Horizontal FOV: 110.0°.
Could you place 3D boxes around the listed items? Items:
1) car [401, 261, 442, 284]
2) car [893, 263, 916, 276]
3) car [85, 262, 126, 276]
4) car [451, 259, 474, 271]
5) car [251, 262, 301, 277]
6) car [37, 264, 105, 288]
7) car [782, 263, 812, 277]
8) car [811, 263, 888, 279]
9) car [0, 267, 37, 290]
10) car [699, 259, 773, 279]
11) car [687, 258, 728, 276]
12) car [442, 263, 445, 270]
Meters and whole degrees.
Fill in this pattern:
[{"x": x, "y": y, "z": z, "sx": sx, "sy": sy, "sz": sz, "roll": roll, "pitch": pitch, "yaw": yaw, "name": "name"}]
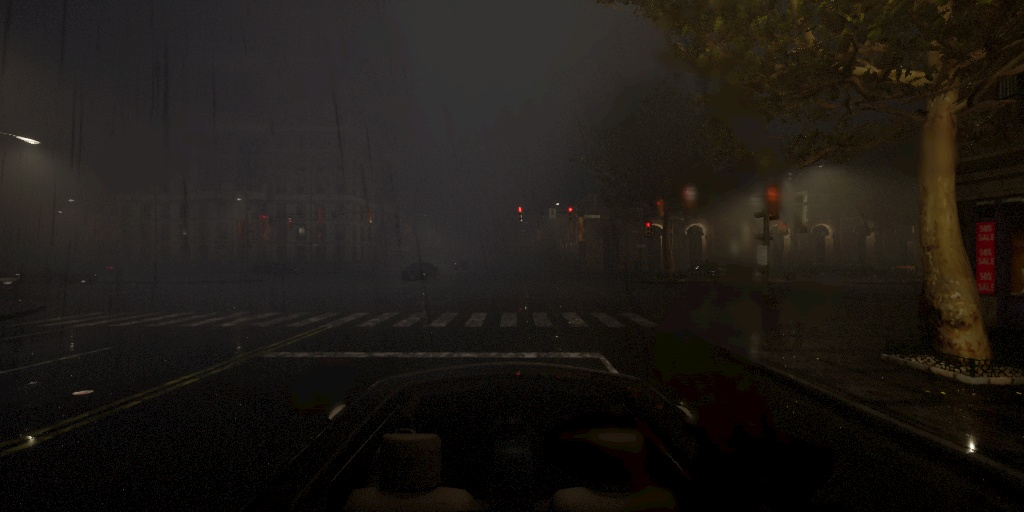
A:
[{"x": -7.008, "y": 1.227, "z": 27.661, "sx": 1.882, "sy": 1.535, "sz": 5.008, "roll": 0, "pitch": 0, "yaw": 0, "name": "car"}, {"x": 39.861, "y": 1.228, "z": 34.556, "sx": 5.008, "sy": 1.535, "sz": 1.882, "roll": 0, "pitch": 0, "yaw": 1, "name": "car"}, {"x": -40.882, "y": 1.276, "z": 35.277, "sx": 4.674, "sy": 1.442, "sz": 1.812, "roll": 0, "pitch": 0, "yaw": 0, "name": "car"}, {"x": -6.941, "y": 1.297, "z": 49.971, "sx": 2.033, "sy": 1.411, "sz": 5.357, "roll": 0, "pitch": 0, "yaw": 0, "name": "car"}, {"x": -23.208, "y": 1.314, "z": 35.211, "sx": 4.181, "sy": 1.385, "sz": 1.994, "roll": 0, "pitch": 0, "yaw": -3, "name": "car"}, {"x": -30.276, "y": 1.351, "z": 23.508, "sx": 4.718, "sy": 1.301, "sz": 1.895, "roll": 0, "pitch": 0, "yaw": 1, "name": "car"}, {"x": 29.398, "y": 1.351, "z": 34.662, "sx": 4.718, "sy": 1.301, "sz": 1.895, "roll": 0, "pitch": 0, "yaw": 1, "name": "car"}, {"x": 29.384, "y": 1.351, "z": 31.162, "sx": 4.718, "sy": 1.301, "sz": 1.895, "roll": 0, "pitch": 0, "yaw": 1, "name": "car"}, {"x": -30.498, "y": 1.242, "z": 20.012, "sx": 4.902, "sy": 1.511, "sz": 2.128, "roll": 0, "pitch": 0, "yaw": 1, "name": "car"}, {"x": 19.437, "y": 1.255, "z": 31.252, "sx": 4.892, "sy": 1.490, "sz": 1.837, "roll": 0, "pitch": 0, "yaw": 1, "name": "car"}, {"x": 19.458, "y": 1.102, "z": 34.754, "sx": 4.553, "sy": 1.767, "sz": 2.097, "roll": 0, "pitch": 0, "yaw": 0, "name": "car"}, {"x": -10.463, "y": 1.351, "z": 48.915, "sx": 1.895, "sy": 1.301, "sz": 4.718, "roll": 0, "pitch": 0, "yaw": 1, "name": "car"}]
